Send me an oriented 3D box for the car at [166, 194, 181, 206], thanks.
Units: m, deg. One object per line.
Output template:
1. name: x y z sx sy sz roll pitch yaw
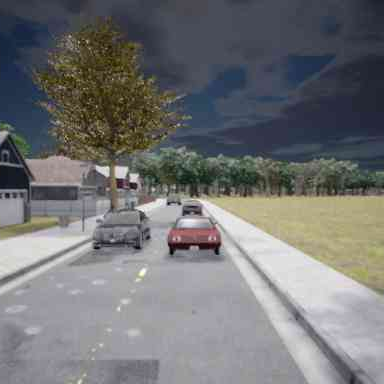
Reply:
1. car: -2.987 1.277 55.387 2.150 2.045 5.566 0 0 0

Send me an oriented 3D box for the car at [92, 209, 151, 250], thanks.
1. car: -2.874 1.518 14.424 1.837 1.490 4.892 0 0 0

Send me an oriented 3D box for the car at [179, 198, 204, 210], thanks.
1. car: 0.016 1.535 30.754 1.837 1.490 4.892 0 0 0

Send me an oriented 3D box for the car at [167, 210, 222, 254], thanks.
1. car: 0.079 1.613 13.494 1.895 1.301 4.718 0 0 0
